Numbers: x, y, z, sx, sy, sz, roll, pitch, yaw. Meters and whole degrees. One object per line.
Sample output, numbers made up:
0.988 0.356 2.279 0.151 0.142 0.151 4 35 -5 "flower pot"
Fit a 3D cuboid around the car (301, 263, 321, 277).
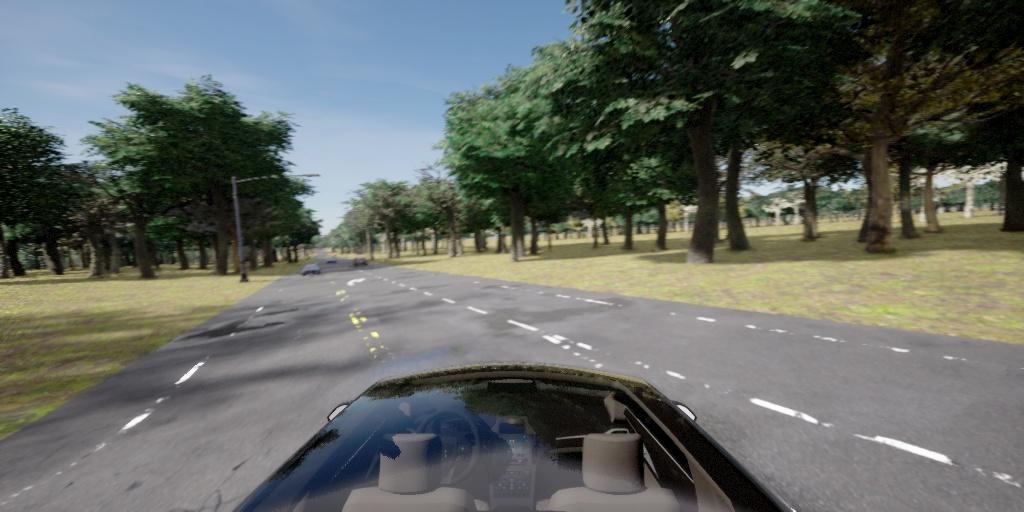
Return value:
-23.567 1.592 42.142 2.033 1.411 5.357 -5 3 -27 "car"
